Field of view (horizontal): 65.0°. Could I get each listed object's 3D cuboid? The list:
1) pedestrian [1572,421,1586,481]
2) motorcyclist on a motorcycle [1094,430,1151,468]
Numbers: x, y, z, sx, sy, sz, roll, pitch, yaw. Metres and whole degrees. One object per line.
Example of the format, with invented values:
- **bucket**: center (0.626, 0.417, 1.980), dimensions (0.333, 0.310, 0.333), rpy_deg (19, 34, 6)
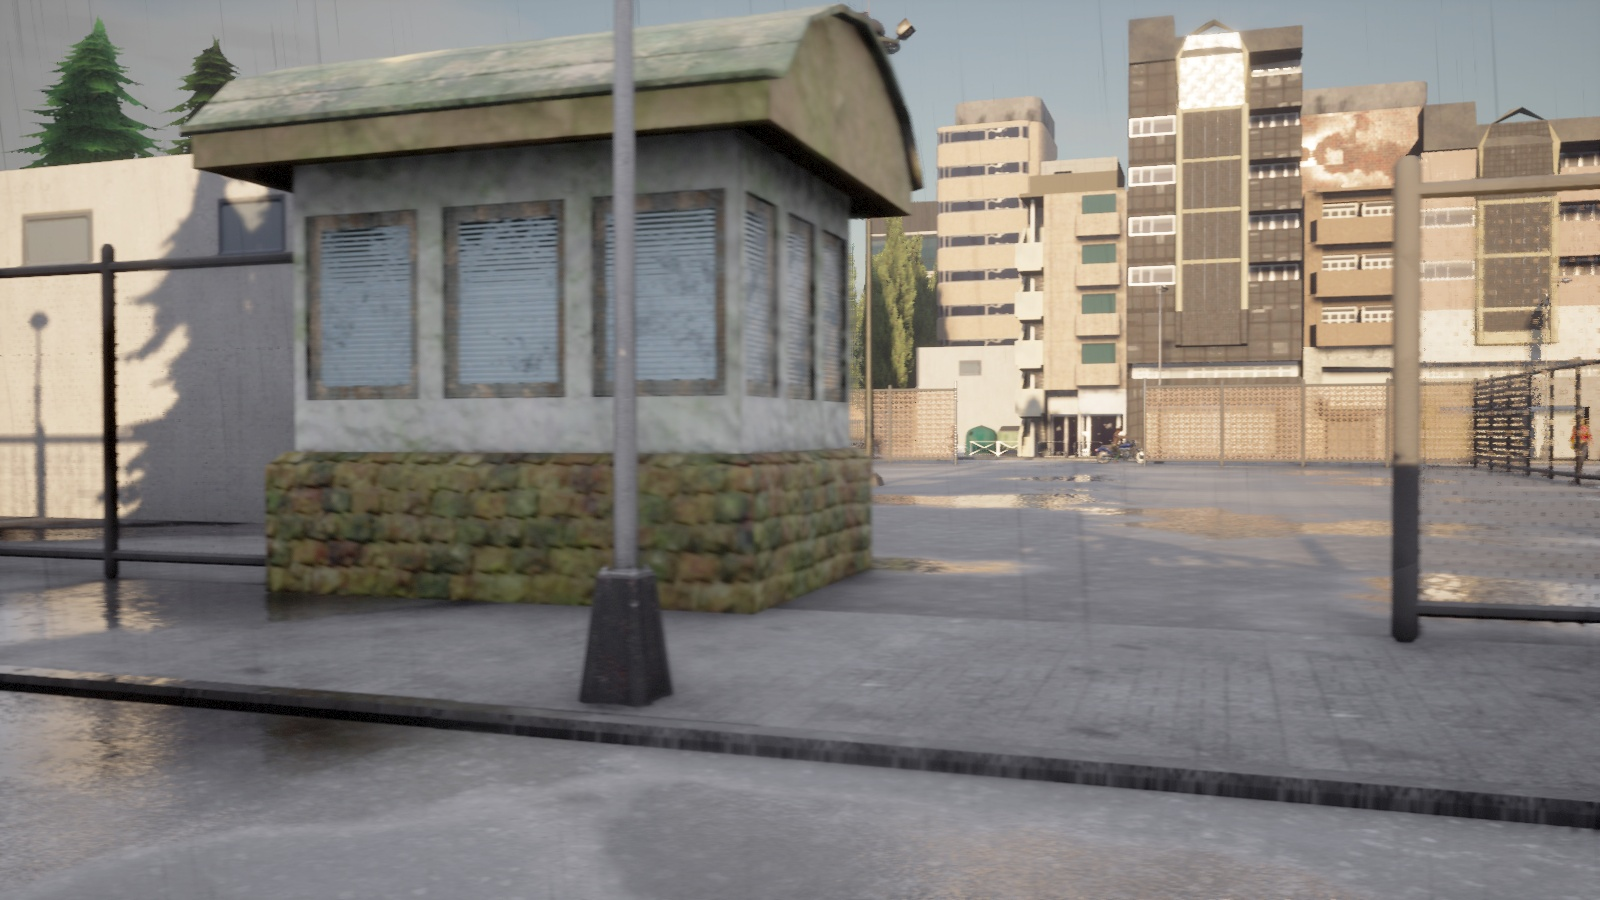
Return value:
- **pedestrian**: center (24.181, 0.020, 38.974), dimensions (0.331, 1.846, 0.636), rpy_deg (1, 1, 32)
- **motorcyclist on a motorcycle**: center (14.229, -0.066, 55.448), dimensions (2.350, 1.649, 0.766), rpy_deg (1, 1, 19)
